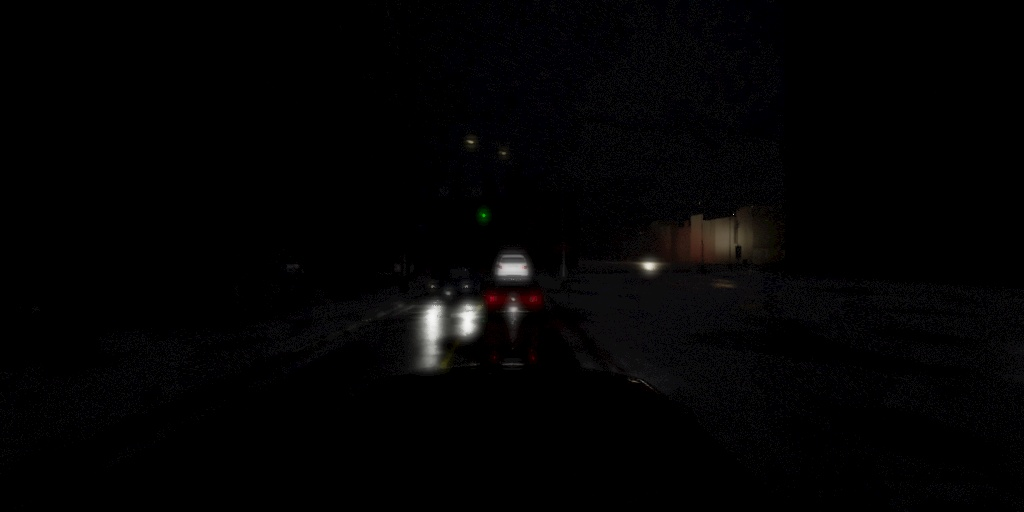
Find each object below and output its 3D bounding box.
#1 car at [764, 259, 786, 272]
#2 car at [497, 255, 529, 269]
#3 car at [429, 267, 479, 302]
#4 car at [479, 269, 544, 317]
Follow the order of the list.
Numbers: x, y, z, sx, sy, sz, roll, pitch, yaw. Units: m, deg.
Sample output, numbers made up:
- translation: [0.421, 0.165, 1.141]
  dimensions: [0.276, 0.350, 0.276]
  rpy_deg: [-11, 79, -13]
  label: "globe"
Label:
- translation: [33.037, 1.085, 43.342]
  dimensions: [4.902, 1.511, 2.128]
  rpy_deg: [0, 0, -9]
  label: "car"
- translation: [0.072, 0.921, 26.417]
  dimensions: [2.150, 2.045, 5.566]
  rpy_deg: [0, 0, 0]
  label: "car"
- translation: [-2.576, 1.243, 16.880]
  dimensions: [1.812, 1.442, 4.674]
  rpy_deg: [0, 0, 0]
  label: "car"
- translation: [0.063, 1.325, 13.074]
  dimensions: [1.895, 1.301, 4.718]
  rpy_deg: [0, 0, 0]
  label: "car"
